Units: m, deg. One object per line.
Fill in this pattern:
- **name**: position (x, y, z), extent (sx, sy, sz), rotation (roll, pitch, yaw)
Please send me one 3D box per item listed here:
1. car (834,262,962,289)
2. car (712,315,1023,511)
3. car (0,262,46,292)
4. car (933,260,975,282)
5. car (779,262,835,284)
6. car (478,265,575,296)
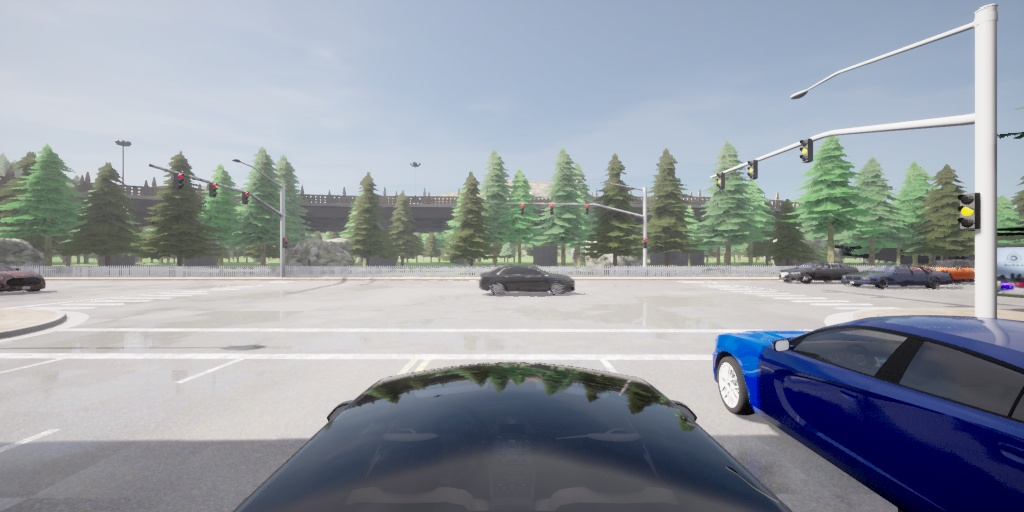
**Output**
- **car**: position (23.559, 1.242, 22.025), extent (5.357, 1.411, 2.033), rotation (0, 0, 0)
- **car**: position (3.641, 1.228, 2.940), extent (1.882, 1.535, 5.008), rotation (0, 0, 2)
- **car**: position (-27.080, 1.047, 18.309), extent (4.553, 1.767, 2.097), rotation (0, 0, -1)
- **car**: position (30.842, 1.046, 25.358), extent (4.553, 1.767, 2.097), rotation (0, 0, 2)
- **car**: position (21.751, 1.186, 25.510), extent (4.902, 1.511, 2.128), rotation (0, 0, 0)
- **car**: position (0.736, 1.225, 18.348), extent (4.892, 1.490, 1.837), rotation (0, 0, 0)
